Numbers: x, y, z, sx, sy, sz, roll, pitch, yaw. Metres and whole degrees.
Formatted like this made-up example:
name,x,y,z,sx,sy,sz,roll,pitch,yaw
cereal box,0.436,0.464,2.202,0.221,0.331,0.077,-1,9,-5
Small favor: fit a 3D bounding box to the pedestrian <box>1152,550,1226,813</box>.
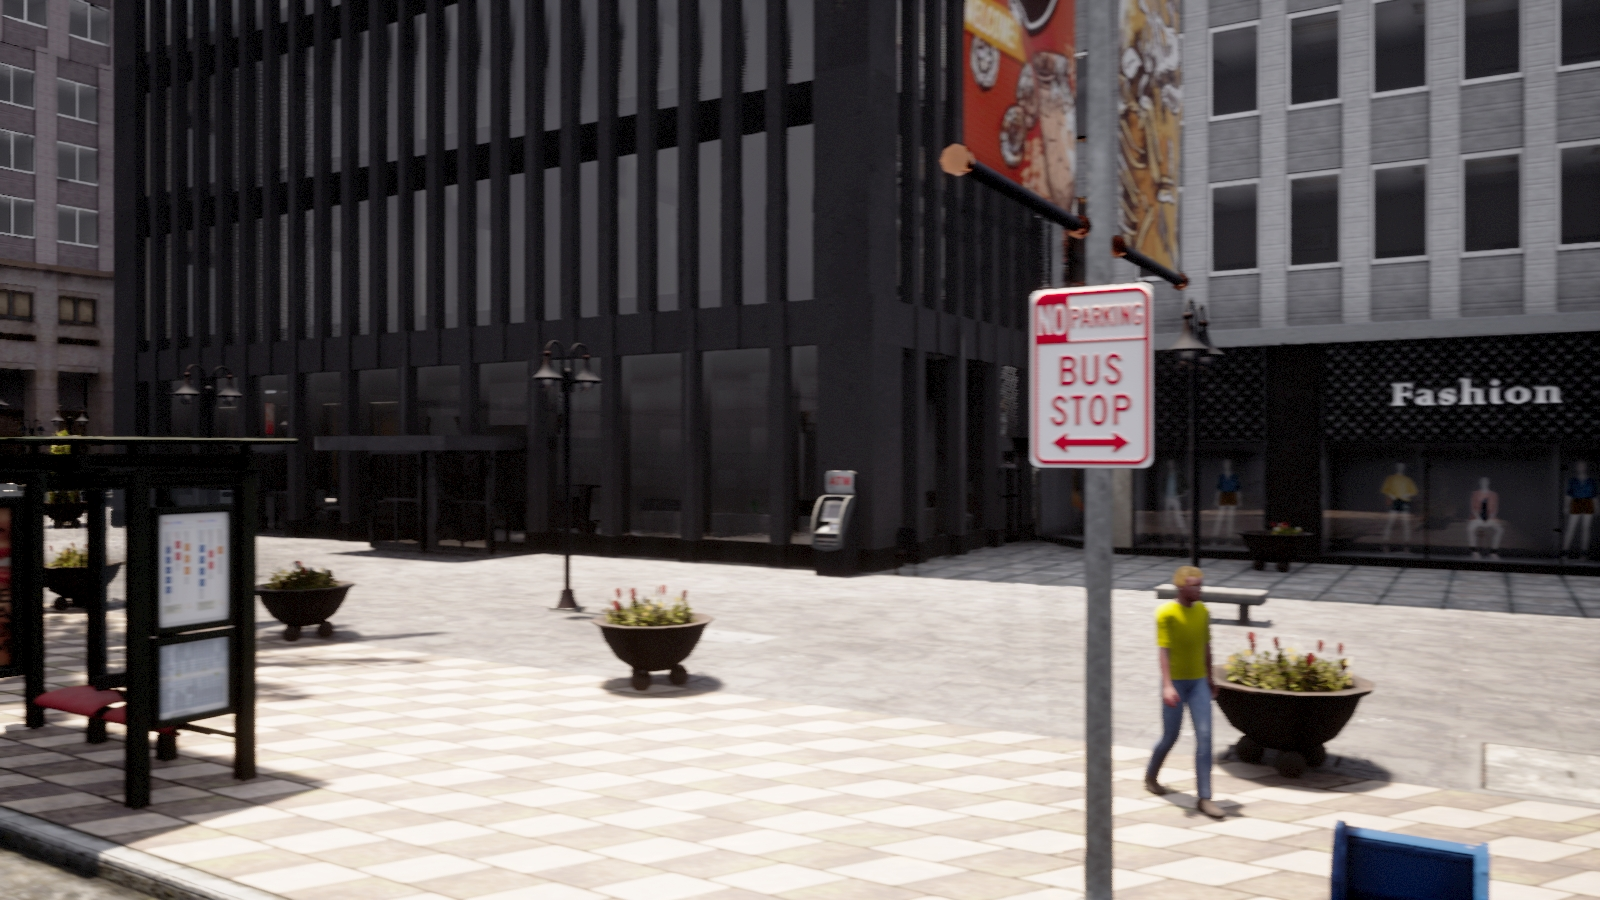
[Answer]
name,x,y,z,sx,sy,sz,roll,pitch,yaw
pedestrian,2.885,1.693,8.490,0.375,1.860,0.375,0,0,-17
